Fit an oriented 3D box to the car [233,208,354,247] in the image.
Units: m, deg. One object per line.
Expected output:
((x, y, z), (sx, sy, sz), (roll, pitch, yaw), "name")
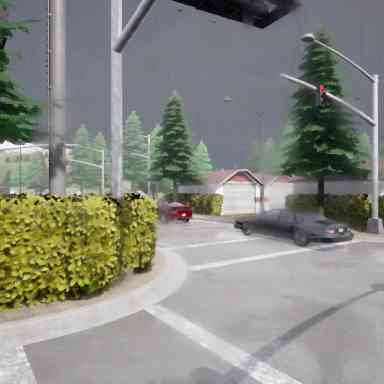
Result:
((4.253, 1.422, 14.783), (2.033, 1.411, 5.357), (0, 2, -35), "car")

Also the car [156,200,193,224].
((-1.943, 1.305, 23.378), (1.882, 1.535, 5.008), (-1, 1, -35), "car")
